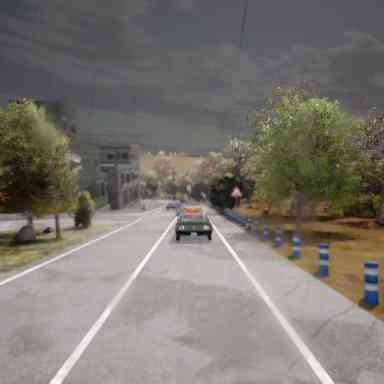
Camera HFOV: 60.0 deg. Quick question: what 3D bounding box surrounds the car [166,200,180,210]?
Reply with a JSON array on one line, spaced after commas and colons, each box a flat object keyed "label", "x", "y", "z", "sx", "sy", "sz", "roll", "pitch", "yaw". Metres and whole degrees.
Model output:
[{"label": "car", "x": -3.317, "y": 2.313, "z": 56.822, "sx": 1.994, "sy": 1.385, "sz": 4.181, "roll": 0, "pitch": -1, "yaw": 0}]

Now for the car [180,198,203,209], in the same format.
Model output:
[{"label": "car", "x": 0.088, "y": 1.816, "z": 35.954, "sx": 2.097, "sy": 1.767, "sz": 4.553, "roll": 0, "pitch": -1, "yaw": 0}]

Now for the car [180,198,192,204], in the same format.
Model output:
[{"label": "car", "x": -1.705, "y": 2.376, "z": 91.570, "sx": 2.033, "sy": 1.411, "sz": 5.357, "roll": -2, "pitch": 1, "yaw": -16}]

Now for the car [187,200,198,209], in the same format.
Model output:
[{"label": "car", "x": 0.079, "y": 2.324, "z": 61.998, "sx": 1.837, "sy": 1.490, "sz": 4.892, "roll": 0, "pitch": -1, "yaw": 0}]

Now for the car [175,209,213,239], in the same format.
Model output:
[{"label": "car", "x": 0.094, "y": 1.828, "z": 18.600, "sx": 1.895, "sy": 1.301, "sz": 4.718, "roll": 0, "pitch": -1, "yaw": 0}]

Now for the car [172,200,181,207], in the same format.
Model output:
[{"label": "car", "x": -3.281, "y": 2.474, "z": 71.594, "sx": 1.812, "sy": 1.442, "sz": 4.674, "roll": 0, "pitch": -1, "yaw": 0}]
